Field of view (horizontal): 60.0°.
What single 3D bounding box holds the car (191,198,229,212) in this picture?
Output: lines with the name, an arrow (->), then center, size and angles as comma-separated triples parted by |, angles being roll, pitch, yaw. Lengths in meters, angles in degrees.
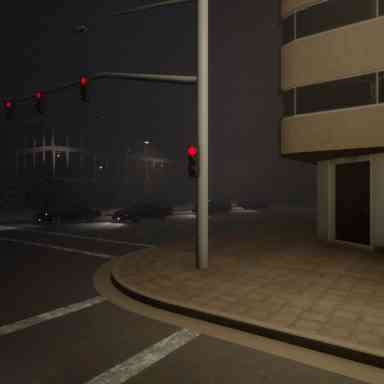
car -> 2.299, 1.548, 40.517 | 2.033, 1.411, 5.357 | 0, 0, 36

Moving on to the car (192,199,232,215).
car -> 2.167, 1.547, 34.384 | 2.033, 1.411, 5.357 | 0, 0, 36

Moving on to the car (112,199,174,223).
car -> -3.753, 1.547, 26.236 | 2.033, 1.411, 5.357 | 0, 0, 36

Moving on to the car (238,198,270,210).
car -> 8.360, 1.547, 42.892 | 2.033, 1.411, 5.357 | 0, 0, 36

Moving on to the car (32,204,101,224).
car -> -9.196, 1.601, 24.694 | 1.895, 1.301, 4.718 | 0, 0, 36

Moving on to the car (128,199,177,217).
car -> -3.724, 1.505, 32.229 | 1.837, 1.490, 4.892 | 0, 0, 36
